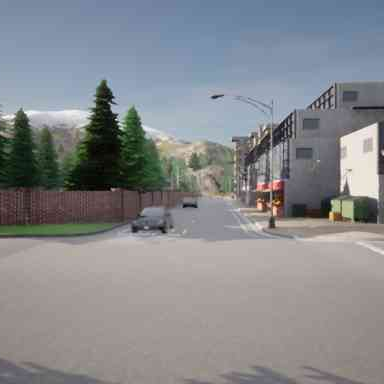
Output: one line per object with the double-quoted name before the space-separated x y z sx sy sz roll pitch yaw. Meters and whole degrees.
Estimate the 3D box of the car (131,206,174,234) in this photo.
"car" -2.135 1.536 19.195 1.812 1.442 4.674 0 0 4

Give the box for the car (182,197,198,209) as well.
"car" -0.183 1.482 44.697 1.882 1.535 5.008 0 0 4
